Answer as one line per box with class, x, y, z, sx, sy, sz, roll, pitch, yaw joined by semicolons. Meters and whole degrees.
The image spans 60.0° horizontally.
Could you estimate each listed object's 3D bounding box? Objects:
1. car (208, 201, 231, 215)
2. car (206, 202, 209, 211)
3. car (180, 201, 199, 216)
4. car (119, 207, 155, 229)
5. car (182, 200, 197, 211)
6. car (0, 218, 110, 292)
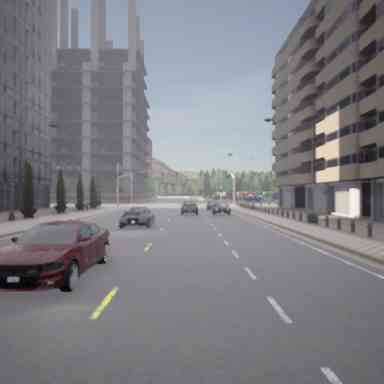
car;3.201;1.892;37.349;1.895;1.301;4.718;0;0;0
car;3.039;1.969;47.362;1.895;1.301;4.718;0;0;0
car;-0.267;1.781;37.086;2.128;1.511;4.902;0;0;-1
car;-3.752;1.746;23.244;1.994;1.385;4.181;0;0;0
car;-0.399;1.917;47.466;2.033;1.411;5.357;0;0;-1
car;-3.679;1.551;9.309;1.882;1.535;5.008;0;-1;-1
